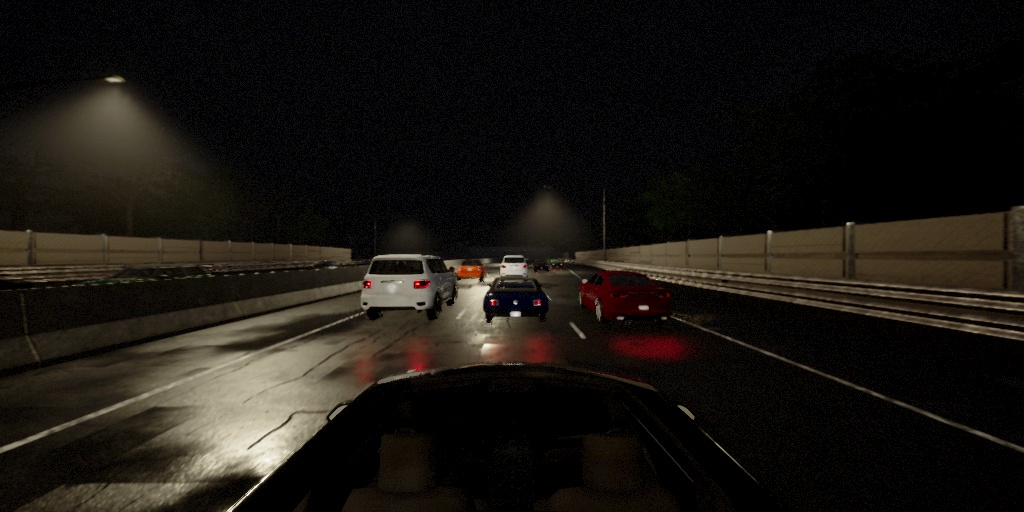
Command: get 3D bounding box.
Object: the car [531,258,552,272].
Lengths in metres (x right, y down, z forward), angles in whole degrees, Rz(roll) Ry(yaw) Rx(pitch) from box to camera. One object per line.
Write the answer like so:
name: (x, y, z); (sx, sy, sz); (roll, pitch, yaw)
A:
car: (3.697, 1.283, 46.727); (1.812, 1.442, 4.674); (0, 0, 1)

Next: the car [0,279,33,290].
car: (-17.592, 1.226, 10.348); (1.882, 1.535, 5.008); (0, 0, 0)

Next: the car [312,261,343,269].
car: (-23.659, 1.304, 46.313); (2.033, 1.411, 5.357); (0, 0, -3)

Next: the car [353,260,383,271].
car: (-20.819, 1.311, 52.028); (2.033, 1.411, 5.357); (0, 0, 1)

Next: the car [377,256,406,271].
car: (-17.324, 0.985, 51.908); (2.150, 2.045, 5.566); (0, 0, 1)

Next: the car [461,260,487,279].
car: (-3.320, 1.102, 30.410); (2.097, 1.767, 4.553); (0, 0, 0)

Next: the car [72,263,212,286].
car: (-14.084, 1.100, 13.914); (2.097, 1.767, 4.553); (0, 0, 0)

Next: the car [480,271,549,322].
car: (0.111, 1.351, 12.350); (1.895, 1.301, 4.718); (0, 0, 0)

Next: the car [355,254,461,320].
car: (-3.389, 0.971, 12.823); (2.150, 2.045, 5.566); (0, 0, 0)

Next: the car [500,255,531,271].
car: (0.176, 0.972, 29.970); (2.150, 2.045, 5.566); (0, 0, 0)

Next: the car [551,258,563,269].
car: (7.173, 1.379, 58.095); (1.895, 1.301, 4.718); (0, 0, 3)

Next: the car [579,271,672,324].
car: (3.509, 1.225, 12.001); (1.882, 1.535, 5.008); (0, 0, 0)
